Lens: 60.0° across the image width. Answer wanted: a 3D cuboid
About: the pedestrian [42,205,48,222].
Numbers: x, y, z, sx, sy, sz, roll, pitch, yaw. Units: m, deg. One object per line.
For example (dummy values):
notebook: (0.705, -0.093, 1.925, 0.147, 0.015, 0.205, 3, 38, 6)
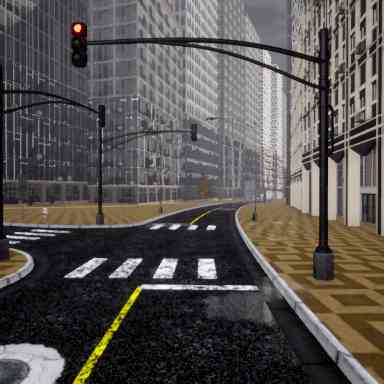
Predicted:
pedestrian: (-9.294, 1.346, 21.044, 0.500, 1.100, 0.500, 0, 0, 17)
